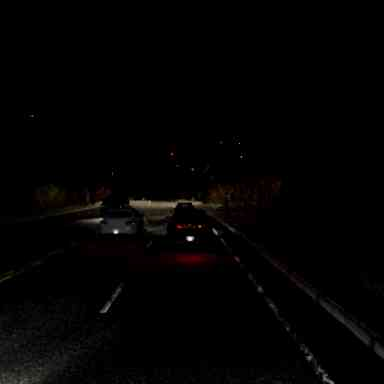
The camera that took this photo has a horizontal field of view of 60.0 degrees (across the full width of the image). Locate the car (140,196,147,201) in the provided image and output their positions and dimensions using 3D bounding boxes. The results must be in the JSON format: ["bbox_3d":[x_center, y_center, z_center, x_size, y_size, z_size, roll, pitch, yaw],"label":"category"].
[{"bbox_3d":[-13.466,1.751,92.286,2.128,1.511,4.902,0,0,-8],"label":"car"}]

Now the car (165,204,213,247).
[{"bbox_3d":[-0.129,1.504,14.952,1.837,1.490,4.892,0,0,-1],"label":"car"}]

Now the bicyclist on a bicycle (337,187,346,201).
[{"bbox_3d":[17.060,0.248,37.999,0.582,1.620,1.656,-2,0,-4],"label":"bicyclist on a bicycle"}]

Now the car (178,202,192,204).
[{"bbox_3d":[-0.585,1.561,27.917,2.033,1.411,5.357,0,0,-3],"label":"car"}]

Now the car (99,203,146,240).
[{"bbox_3d":[-3.445,1.528,17.007,1.812,1.442,4.674,0,0,-2],"label":"car"}]

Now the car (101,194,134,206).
[{"bbox_3d":[-7.395,1.264,32.443,2.150,2.045,5.566,0,0,-3],"label":"car"}]
